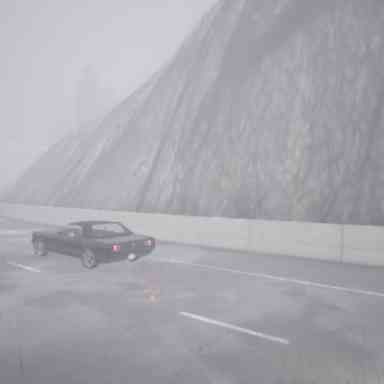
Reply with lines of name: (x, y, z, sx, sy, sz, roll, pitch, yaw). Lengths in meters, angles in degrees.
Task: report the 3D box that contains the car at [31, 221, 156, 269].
car: (-3.515, 1.617, 11.241, 4.718, 1.301, 1.895, 0, 0, 39)
